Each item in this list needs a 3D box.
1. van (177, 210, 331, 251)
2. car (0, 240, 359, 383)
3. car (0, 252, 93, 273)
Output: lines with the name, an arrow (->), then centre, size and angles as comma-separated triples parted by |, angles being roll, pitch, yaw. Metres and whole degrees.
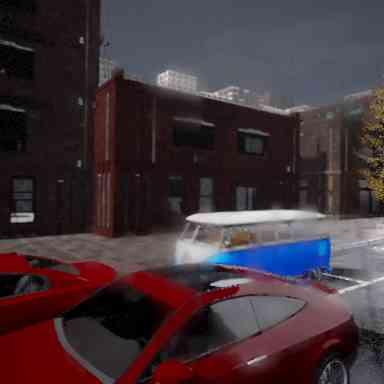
van -> 1.476, 1.339, 7.591 | 3.998, 1.788, 1.690 | 0, 1, -35
car -> -0.198, 1.525, 3.224 | 4.674, 1.442, 1.812 | 0, 0, -36
car -> -3.156, 1.545, 4.291 | 4.507, 1.381, 1.887 | 0, 1, -35
